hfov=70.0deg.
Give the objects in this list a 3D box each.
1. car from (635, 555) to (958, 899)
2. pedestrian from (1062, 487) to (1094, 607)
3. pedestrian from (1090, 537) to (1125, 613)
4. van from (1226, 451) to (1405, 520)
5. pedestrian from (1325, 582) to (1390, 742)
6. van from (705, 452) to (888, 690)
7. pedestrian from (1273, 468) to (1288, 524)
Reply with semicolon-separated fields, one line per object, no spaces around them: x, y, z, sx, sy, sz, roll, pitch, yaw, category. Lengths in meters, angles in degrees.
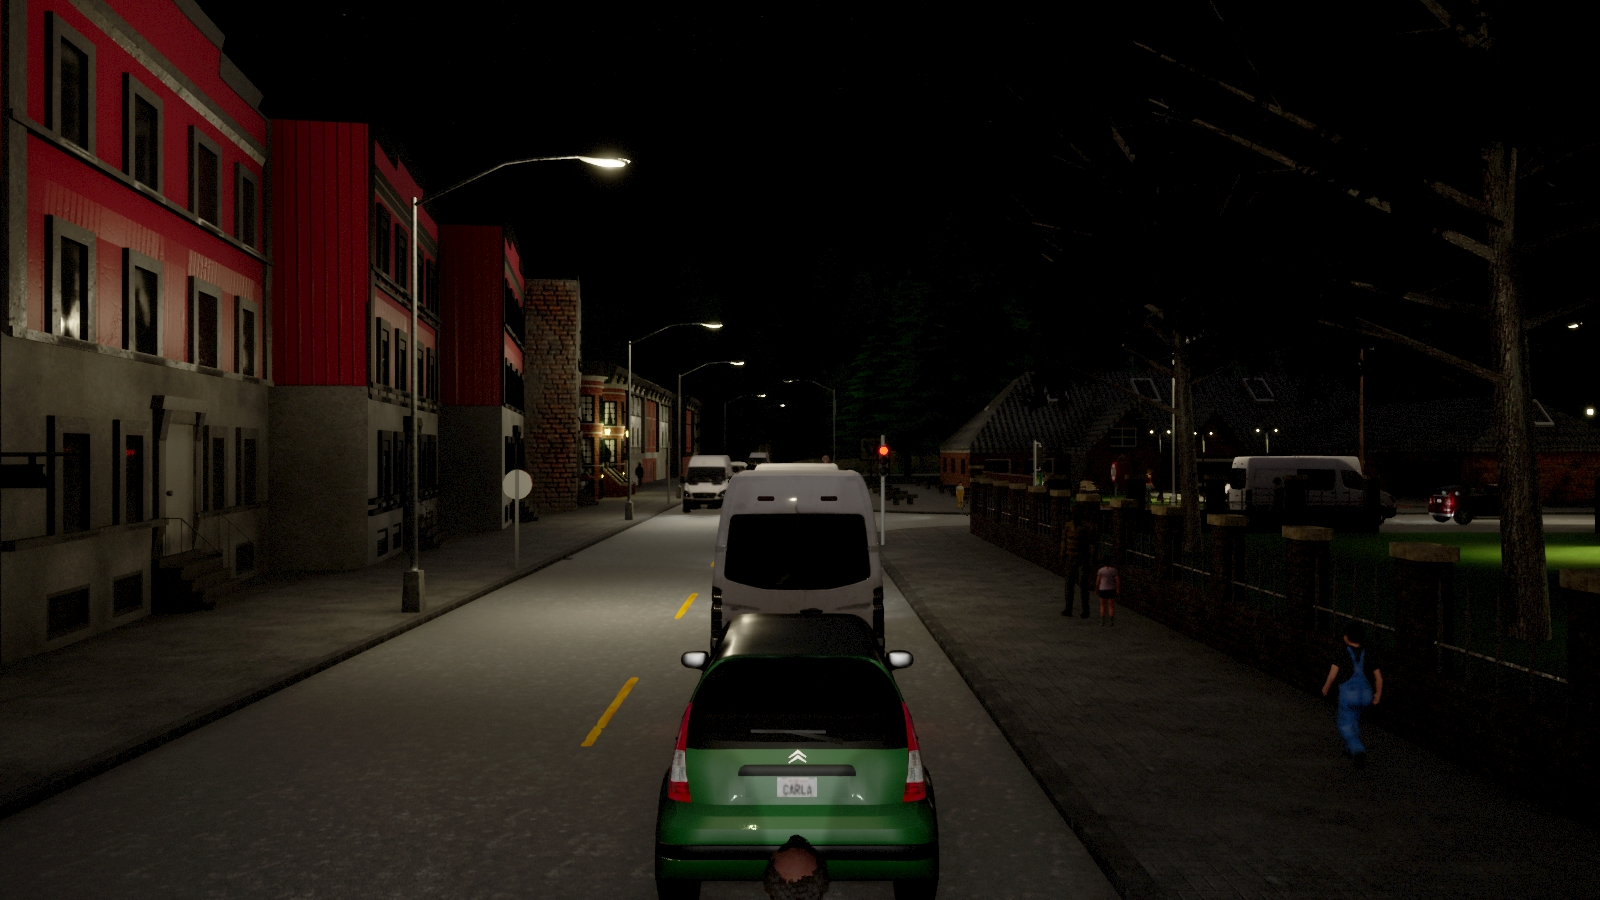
-0.023;1.779;8.527;1.851;1.617;3.988;0;0;0;car
4.404;1.525;18.076;0.375;1.860;0.375;0;0;37;pedestrian
4.705;1.904;17.486;0.500;1.100;0.500;0;0;17;pedestrian
19.552;1.314;43.543;5.915;2.561;1.988;0;0;1;van
4.780;1.805;9.804;0.375;1.300;0.375;0;0;0;pedestrian
-0.048;1.314;15.312;1.988;2.561;5.915;0;0;0;van
16.047;1.525;38.158;0.375;1.860;0.375;0;0;2;pedestrian
